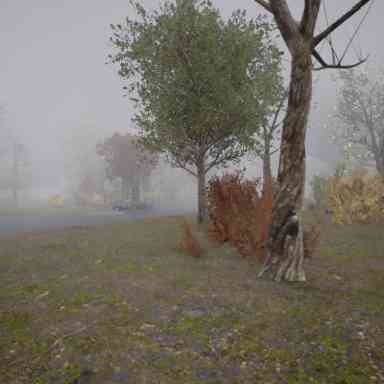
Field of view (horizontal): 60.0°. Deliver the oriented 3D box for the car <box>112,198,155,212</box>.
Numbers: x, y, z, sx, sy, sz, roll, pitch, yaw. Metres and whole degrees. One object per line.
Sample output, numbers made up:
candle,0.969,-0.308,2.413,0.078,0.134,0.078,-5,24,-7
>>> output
car,-6.272,1.388,36.253,2.033,1.411,5.357,0,0,31
